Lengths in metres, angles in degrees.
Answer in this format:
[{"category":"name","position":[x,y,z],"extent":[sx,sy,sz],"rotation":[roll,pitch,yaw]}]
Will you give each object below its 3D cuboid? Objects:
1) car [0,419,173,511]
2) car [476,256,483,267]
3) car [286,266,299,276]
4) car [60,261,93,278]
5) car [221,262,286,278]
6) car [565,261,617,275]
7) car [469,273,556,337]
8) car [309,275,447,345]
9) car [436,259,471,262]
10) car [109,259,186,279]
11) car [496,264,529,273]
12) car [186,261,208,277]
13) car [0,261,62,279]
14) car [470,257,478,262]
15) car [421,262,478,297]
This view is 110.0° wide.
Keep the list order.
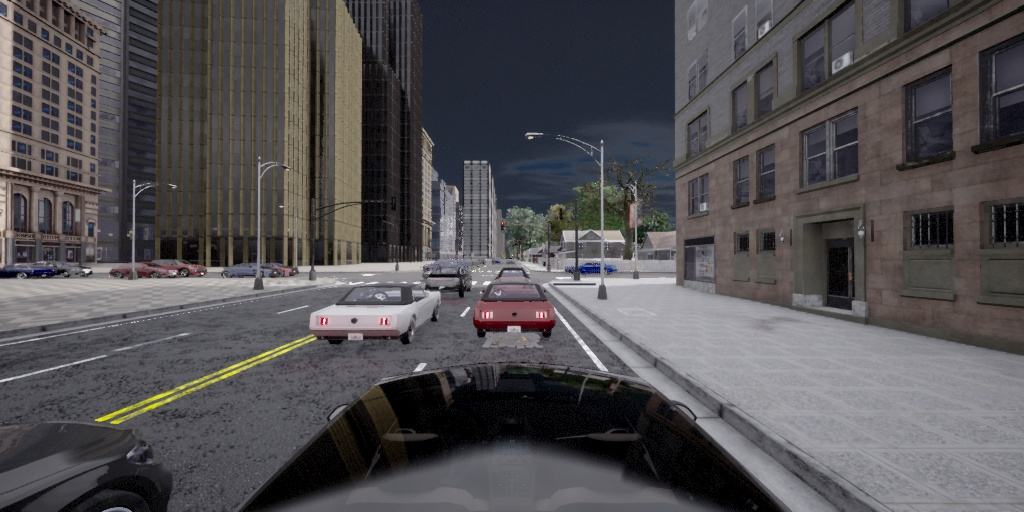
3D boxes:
[{"category":"car","position":[-3.142,1.275,0.360],"extent":[1.812,1.442,4.674],"rotation":[0,0,0]},{"category":"car","position":[-6.777,1.257,64.627],"extent":[1.837,1.490,4.892],"rotation":[0,0,0]},{"category":"car","position":[-22.831,1.304,34.265],"extent":[4.181,1.385,1.994],"rotation":[0,-1,-3]},{"category":"car","position":[-41.628,1.229,32.823],"extent":[4.902,1.511,2.128],"rotation":[0,-1,-6]},{"category":"car","position":[-22.543,1.271,31.024],"extent":[4.181,1.385,1.994],"rotation":[0,-1,-3]},{"category":"car","position":[8.099,1.249,38.046],"extent":[5.008,1.535,1.882],"rotation":[0,-1,0]},{"category":"car","position":[0.052,1.350,10.224],"extent":[1.895,1.301,4.718],"rotation":[0,0,0]},{"category":"car","position":[-3.181,1.352,9.502],"extent":[1.895,1.301,4.718],"rotation":[0,0,0]},{"category":"car","position":[-5.503,1.226,29.101],"extent":[2.128,1.511,4.902],"rotation":[-1,0,17]},{"category":"car","position":[-31.215,1.233,30.490],"extent":[4.674,1.442,1.812],"rotation":[0,-1,-4]},{"category":"car","position":[0.038,1.316,18.981],"extent":[1.994,1.385,4.181],"rotation":[0,0,0]},{"category":"car","position":[-31.515,1.092,33.724],"extent":[4.553,1.767,2.097],"rotation":[0,-1,-5]},{"category":"car","position":[-41.156,1.305,29.614],"extent":[4.718,1.301,1.895],"rotation":[0,-1,-6]},{"category":"car","position":[-6.770,1.257,54.488],"extent":[1.837,1.490,4.892],"rotation":[0,0,0]},{"category":"car","position":[-3.209,1.243,18.756],"extent":[2.128,1.511,4.902],"rotation":[0,0,0]}]
